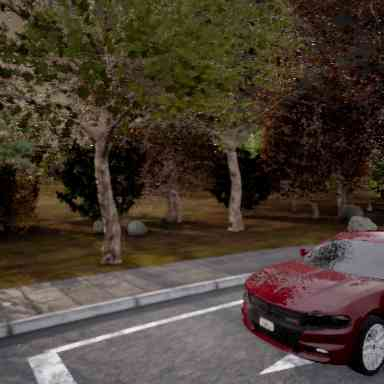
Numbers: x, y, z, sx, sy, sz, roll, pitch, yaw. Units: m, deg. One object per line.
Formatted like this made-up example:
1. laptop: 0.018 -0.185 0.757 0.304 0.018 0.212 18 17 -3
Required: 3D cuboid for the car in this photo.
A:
1. car: 3.107 1.433 5.624 5.008 1.535 1.882 0 1 -31
